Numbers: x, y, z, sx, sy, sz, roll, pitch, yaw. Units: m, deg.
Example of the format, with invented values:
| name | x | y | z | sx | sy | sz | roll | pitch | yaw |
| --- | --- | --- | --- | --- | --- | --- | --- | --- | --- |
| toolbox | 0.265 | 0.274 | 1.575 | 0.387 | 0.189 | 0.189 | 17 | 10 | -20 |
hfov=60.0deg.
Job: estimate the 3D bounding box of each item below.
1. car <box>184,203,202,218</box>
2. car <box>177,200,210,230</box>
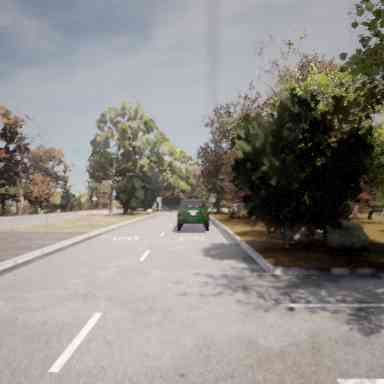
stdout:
| name | x | y | z | sx | sy | sz | roll | pitch | yaw |
| --- | --- | --- | --- | --- | --- | --- | --- | --- | --- |
| car | 0.090 | 2.305 | 41.648 | 2.097 | 1.767 | 4.553 | 0 | -2 | 0 |
| car | 0.093 | 1.585 | 23.835 | 2.150 | 2.045 | 5.566 | 0 | -2 | 0 |
